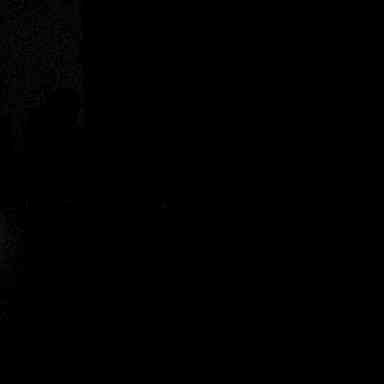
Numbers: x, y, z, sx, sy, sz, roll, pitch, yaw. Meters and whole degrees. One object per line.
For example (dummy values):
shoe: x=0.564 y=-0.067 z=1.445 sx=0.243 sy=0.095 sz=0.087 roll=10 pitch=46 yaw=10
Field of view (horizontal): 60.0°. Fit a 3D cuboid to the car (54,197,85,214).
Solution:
car: x=-10.013 y=1.166 z=30.380 sx=1.882 sy=1.535 sz=5.008 roll=-2 pitch=0 yaw=35
